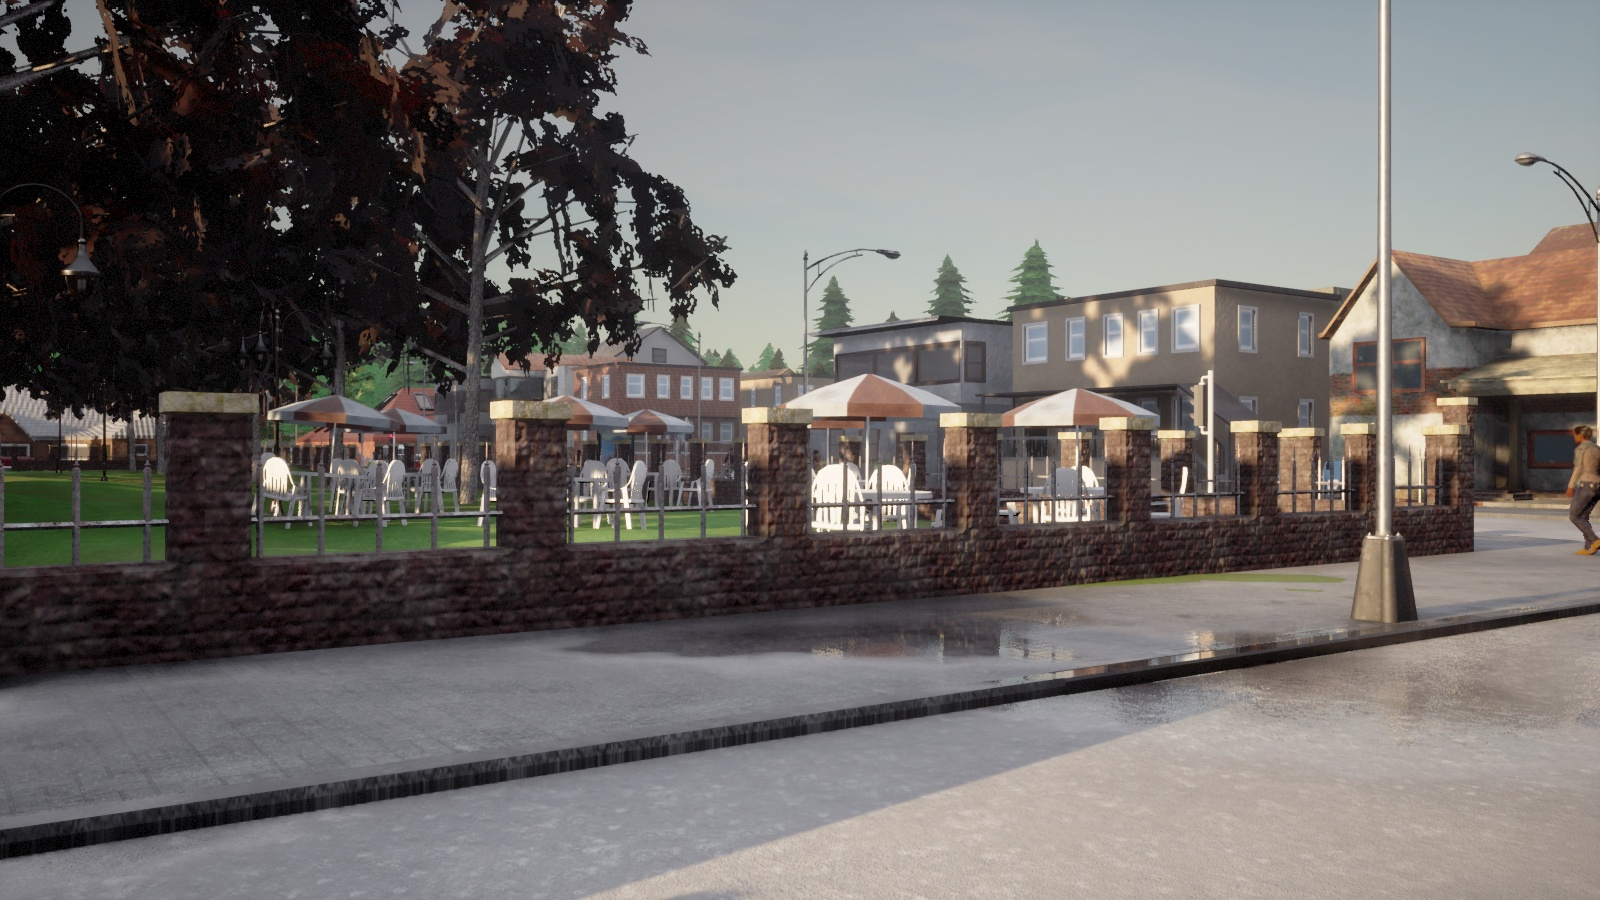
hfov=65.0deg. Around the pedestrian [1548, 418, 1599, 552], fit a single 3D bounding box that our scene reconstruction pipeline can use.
[{"bbox_3d":[10.769,0.473,17.194,0.328,1.805,0.869,0,0,-22],"label":"pedestrian"}]
